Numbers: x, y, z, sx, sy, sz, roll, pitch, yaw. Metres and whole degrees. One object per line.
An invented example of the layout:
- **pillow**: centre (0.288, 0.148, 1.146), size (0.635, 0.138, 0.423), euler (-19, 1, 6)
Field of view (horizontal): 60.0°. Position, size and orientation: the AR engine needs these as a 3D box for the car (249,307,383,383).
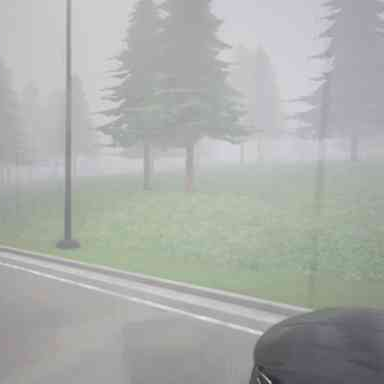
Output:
- **car**: centre (2.783, 1.486, 2.010), size (5.008, 1.535, 1.882), euler (1, 0, 35)
